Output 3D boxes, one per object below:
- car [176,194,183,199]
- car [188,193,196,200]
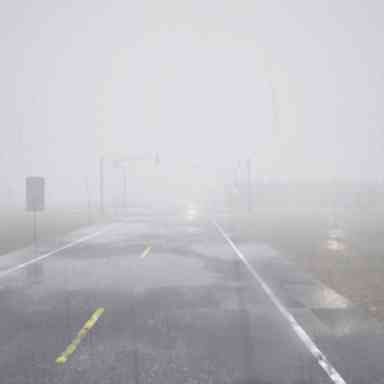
[{"bbox_3d":[-3.489,1.189,95.388,2.128,1.511,4.902,0,0,0],"label":"car"},{"bbox_3d":[0.010,1.650,91.238,1.895,1.301,4.718,0,0,0],"label":"car"}]
